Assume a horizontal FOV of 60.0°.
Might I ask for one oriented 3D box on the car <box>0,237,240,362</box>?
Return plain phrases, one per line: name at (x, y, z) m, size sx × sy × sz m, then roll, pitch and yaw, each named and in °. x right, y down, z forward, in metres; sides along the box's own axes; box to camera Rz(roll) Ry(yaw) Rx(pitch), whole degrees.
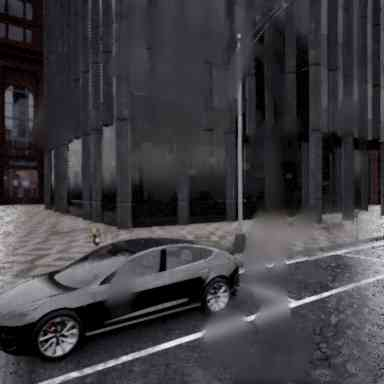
car at (-1.051, 1.547, 5.897) m, size 4.313 × 1.339 × 1.947 m, roll -1°, pitch 0°, yaw -35°
